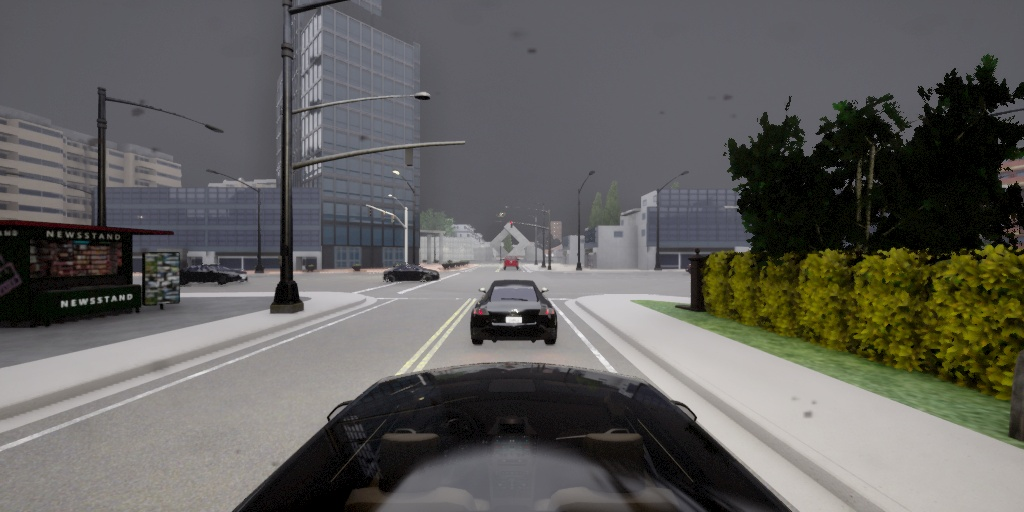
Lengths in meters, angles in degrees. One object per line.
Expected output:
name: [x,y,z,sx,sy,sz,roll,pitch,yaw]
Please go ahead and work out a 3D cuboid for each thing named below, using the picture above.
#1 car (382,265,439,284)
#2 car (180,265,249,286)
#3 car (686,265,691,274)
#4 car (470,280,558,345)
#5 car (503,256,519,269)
car: [-7.728,1.356,27.575,4.181,1.385,1.994,0,0,-7]
car: [-22.711,1.413,27.061,4.902,1.511,2.128,0,0,-1]
car: [21.195,1.177,38.302,5.008,1.535,1.882,0,0,-1]
car: [0.044,1.314,9.553,1.994,1.385,4.181,0,0,0]
car: [-0.132,0.971,55.320,2.150,2.045,5.566,0,0,0]
